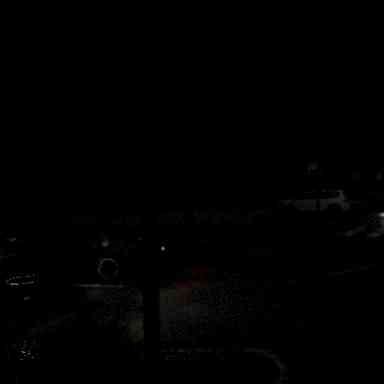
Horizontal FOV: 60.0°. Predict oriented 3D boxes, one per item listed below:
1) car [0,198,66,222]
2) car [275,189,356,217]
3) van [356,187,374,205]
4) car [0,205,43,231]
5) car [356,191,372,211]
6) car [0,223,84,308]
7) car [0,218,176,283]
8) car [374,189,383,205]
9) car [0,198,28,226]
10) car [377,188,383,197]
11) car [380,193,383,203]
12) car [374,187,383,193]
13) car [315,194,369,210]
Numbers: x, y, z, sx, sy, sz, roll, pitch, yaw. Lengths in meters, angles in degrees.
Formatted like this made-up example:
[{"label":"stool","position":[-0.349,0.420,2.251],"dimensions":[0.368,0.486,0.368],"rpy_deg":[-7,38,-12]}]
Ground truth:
[{"label":"car","position":[-10.583,1.437,21.465],"dimensions":[2.435,2.045,5.566],"rpy_deg":[-1,0,16]},{"label":"car","position":[9.430,0.899,26.267],"dimensions":[5.566,2.045,2.435],"rpy_deg":[-2,0,17]},{"label":"van","position":[16.645,0.685,35.844],"dimensions":[4.442,1.987,1.878],"rpy_deg":[-2,0,17]},{"label":"car","position":[-12.959,1.767,23.149],"dimensions":[2.163,1.488,4.792],"rpy_deg":[-1,0,16]},{"label":"car","position":[13.292,1.018,30.988],"dimensions":[5.366,1.575,1.946],"rpy_deg":[-2,0,17]},{"label":"car","position":[-5.218,1.634,7.196],"dimensions":[5.008,1.535,1.882],"rpy_deg":[-2,0,9]},{"label":"car","position":[-3.200,1.637,9.658],"dimensions":[5.357,1.411,2.033],"rpy_deg":[-1,1,15]},{"label":"car","position":[18.599,0.845,38.188],"dimensions":[5.008,1.535,2.097],"rpy_deg":[-2,0,18]},{"label":"car","position":[-15.368,1.536,24.889],"dimensions":[2.435,2.045,5.566],"rpy_deg":[-1,0,16]},{"label":"car","position":[38.714,0.092,64.371],"dimensions":[4.553,1.767,2.185],"rpy_deg":[-2,-1,18]},{"label":"car","position":[18.309,0.973,29.143],"dimensions":[2.033,1.411,5.357],"rpy_deg":[-1,0,37]},{"label":"car","position":[20.392,0.660,40.594],"dimensions":[4.553,1.767,2.185],"rpy_deg":[-2,0,17]},{"label":"car","position":[14.938,1.007,33.434],"dimensions":[4.674,1.452,2.002],"rpy_deg":[-2,0,17]}]
